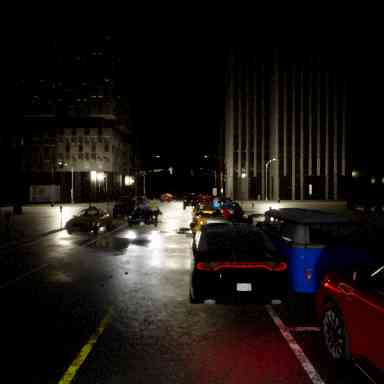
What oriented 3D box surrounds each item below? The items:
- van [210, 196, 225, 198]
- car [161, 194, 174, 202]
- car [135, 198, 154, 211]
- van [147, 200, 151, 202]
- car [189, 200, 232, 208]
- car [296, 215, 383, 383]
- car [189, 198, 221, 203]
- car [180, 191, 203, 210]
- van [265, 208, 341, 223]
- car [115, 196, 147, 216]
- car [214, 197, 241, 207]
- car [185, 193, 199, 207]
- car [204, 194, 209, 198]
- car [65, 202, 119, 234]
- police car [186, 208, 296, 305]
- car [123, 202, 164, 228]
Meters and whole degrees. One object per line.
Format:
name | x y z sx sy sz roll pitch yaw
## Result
van | 2.732 1.340 30.332 1.690 1.788 3.998 0 0 0
car | -5.840 1.336 73.951 2.192 1.841 5.009 0 0 0
car | -5.808 1.525 41.216 1.752 1.417 4.829 0 0 0
van | -5.804 1.340 35.862 1.690 1.788 3.998 0 0 0
car | 0.881 1.454 18.360 1.801 1.575 5.366 0 0 0
car | 2.764 1.315 2.705 2.192 1.841 5.009 0 0 0
car | 0.875 1.454 24.359 1.801 1.575 5.366 0 0 0
car | -0.040 1.222 43.220 2.150 2.045 5.566 0 0 0
van | 2.758 1.341 8.230 1.690 1.788 3.998 0 0 0
car | -5.800 1.314 30.337 2.192 1.841 5.009 0 0 0
car | 2.739 1.439 24.807 1.967 1.590 4.097 0 0 0
car | -0.053 1.237 53.593 2.150 2.045 5.566 0 0 0
car | 2.725 1.314 35.858 2.192 1.841 5.009 0 0 0
car | -5.790 1.524 19.117 1.752 1.417 4.829 0 0 0
police car | 0.890 1.425 8.280 1.930 1.638 5.238 0 0 0
car | -3.023 1.600 22.300 1.895 1.301 4.718 0 0 0
